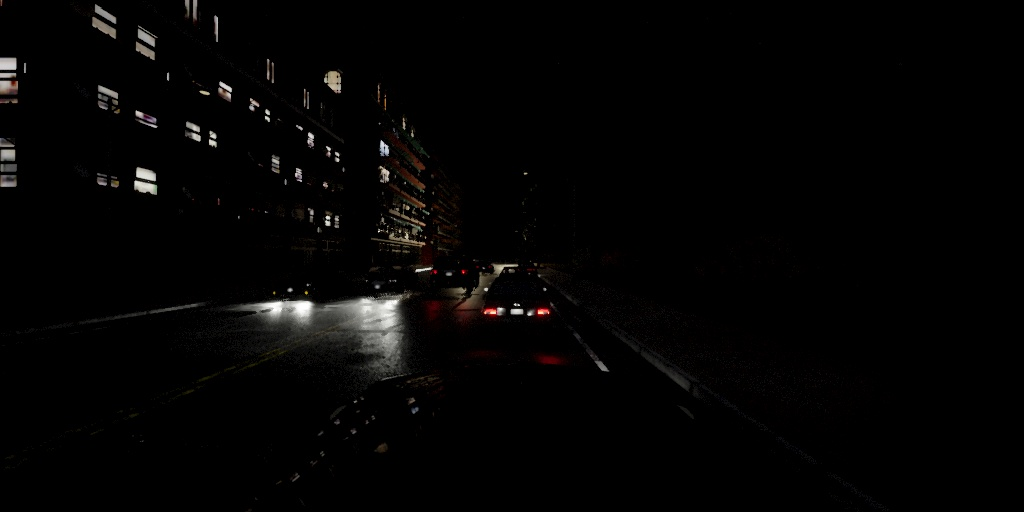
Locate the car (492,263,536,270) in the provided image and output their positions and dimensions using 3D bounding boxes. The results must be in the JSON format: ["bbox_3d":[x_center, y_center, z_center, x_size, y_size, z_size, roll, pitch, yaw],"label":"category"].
[{"bbox_3d":[0.111,1.301,20.934,2.033,1.411,5.357,0,0,0],"label":"car"}]

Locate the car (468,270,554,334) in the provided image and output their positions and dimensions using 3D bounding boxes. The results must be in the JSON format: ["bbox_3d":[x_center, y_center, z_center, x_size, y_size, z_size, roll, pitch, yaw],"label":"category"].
[{"bbox_3d":[0.107,1.299,10.573,2.033,1.411,5.357,0,0,0],"label":"car"}]

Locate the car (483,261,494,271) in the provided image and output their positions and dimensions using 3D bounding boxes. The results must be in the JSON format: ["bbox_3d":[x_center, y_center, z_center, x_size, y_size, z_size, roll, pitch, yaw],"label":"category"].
[{"bbox_3d":[-3.126,1.317,41.630,1.994,1.385,4.181,0,0,0],"label":"car"}]

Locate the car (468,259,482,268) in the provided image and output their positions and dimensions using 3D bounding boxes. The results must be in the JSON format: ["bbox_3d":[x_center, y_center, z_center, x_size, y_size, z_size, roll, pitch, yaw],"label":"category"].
[{"bbox_3d":[-6.529,1.316,62.992,1.994,1.385,4.181,0,0,0],"label":"car"}]

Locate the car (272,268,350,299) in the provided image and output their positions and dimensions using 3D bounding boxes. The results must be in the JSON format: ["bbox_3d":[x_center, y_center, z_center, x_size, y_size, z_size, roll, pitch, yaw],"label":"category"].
[{"bbox_3d":[-9.841,1.316,17.889,1.994,1.385,4.181,0,0,0],"label":"car"}]

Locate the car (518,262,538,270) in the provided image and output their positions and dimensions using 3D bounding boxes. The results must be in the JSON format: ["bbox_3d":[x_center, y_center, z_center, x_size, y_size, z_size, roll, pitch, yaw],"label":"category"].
[{"bbox_3d":[1.155,1.259,30.702,1.837,1.490,4.892,0,0,0],"label":"car"}]

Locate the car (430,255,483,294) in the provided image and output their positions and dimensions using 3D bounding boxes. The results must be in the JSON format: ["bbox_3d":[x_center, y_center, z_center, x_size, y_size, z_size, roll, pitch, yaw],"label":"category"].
[{"bbox_3d":[-3.139,0.977,20.578,2.150,2.045,5.566,0,0,0],"label":"car"}]

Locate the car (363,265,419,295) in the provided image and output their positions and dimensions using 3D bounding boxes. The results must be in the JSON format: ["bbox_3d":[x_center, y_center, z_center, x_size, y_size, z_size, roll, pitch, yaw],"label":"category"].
[{"bbox_3d":[-6.590,1.244,20.011,2.128,1.511,4.902,0,0,0],"label":"car"}]
